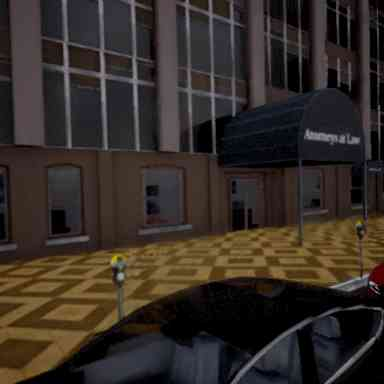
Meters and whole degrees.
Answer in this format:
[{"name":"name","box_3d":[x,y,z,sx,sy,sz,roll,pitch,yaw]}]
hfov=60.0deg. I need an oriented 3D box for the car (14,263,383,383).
[{"name":"car","box_3d":[0.198,1.525,2.586,4.313,1.339,1.947,-2,1,-35]}]
